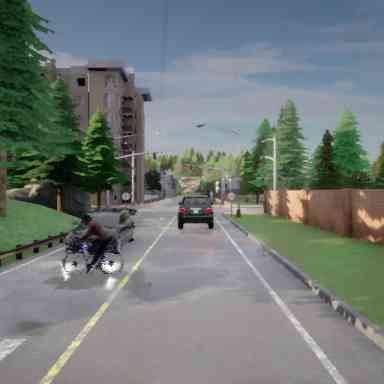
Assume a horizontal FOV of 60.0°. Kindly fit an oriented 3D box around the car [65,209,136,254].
[{"bbox_3d":[-3.502,1.500,13.478,1.837,1.490,4.892,0,1,1],"label":"car"}]

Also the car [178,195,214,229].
[{"bbox_3d":[0.245,1.221,21.744,2.150,2.045,5.566,0,0,0],"label":"car"}]

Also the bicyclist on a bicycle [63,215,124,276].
[{"bbox_3d":[-2.656,1.452,8.928,1.656,1.620,0.582,0,0,0],"label":"bicyclist on a bicycle"}]
